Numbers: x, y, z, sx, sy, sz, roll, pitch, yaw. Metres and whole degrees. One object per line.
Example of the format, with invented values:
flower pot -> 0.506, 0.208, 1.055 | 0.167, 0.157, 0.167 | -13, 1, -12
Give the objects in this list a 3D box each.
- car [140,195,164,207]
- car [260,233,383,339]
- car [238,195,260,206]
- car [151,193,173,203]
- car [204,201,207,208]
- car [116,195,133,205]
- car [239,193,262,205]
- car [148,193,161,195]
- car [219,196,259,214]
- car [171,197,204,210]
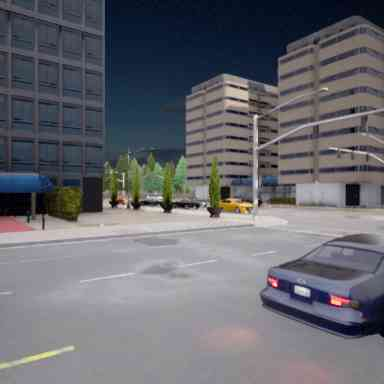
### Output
car -> -6.165, 1.599, 51.152 | 1.895, 1.301, 4.718 | 0, 0, -35
car -> 3.719, 1.547, 6.473 | 5.357, 1.411, 2.033 | 0, 0, -35
car -> 5.566, 1.503, 40.497 | 1.837, 1.490, 4.892 | 0, 0, -35
car -> -6.280, 1.219, 69.890 | 2.150, 2.045, 5.566 | 0, 0, -35
car -> 0.254, 1.489, 48.083 | 2.128, 1.511, 4.902 | 0, 0, -35
car -> -12.002, 1.350, 59.555 | 2.097, 1.767, 4.553 | 0, 0, -35
car -> 7.969, 1.219, 49.598 | 2.150, 2.045, 5.566 | 0, 0, -35
car -> -5.810, 1.219, 56.766 | 2.150, 2.045, 5.566 | 0, 0, -34
car -> 4.467, 1.476, 35.964 | 1.882, 1.535, 5.008 | 0, 0, -35
car -> -0.893, 1.599, 43.619 | 1.895, 1.301, 4.718 | 0, 0, -35
